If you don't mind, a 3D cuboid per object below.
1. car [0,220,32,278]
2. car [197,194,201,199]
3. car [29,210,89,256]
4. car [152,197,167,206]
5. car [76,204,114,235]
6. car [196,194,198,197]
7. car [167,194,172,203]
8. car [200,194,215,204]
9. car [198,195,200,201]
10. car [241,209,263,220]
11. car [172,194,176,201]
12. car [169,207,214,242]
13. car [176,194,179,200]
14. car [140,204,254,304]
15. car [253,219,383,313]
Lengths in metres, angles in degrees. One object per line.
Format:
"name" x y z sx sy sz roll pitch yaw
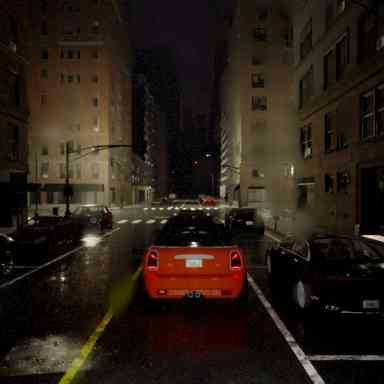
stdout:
"car" -5.678 1.565 7.463 1.947 1.339 4.313 0 0 0
"car" 2.836 1.524 77.202 1.967 1.590 4.097 0 0 0
"car" -5.685 1.582 12.964 1.802 1.307 4.206 0 0 0
"car" -5.701 1.618 55.569 1.802 1.307 4.206 0 0 0
"car" -5.691 1.441 18.466 1.967 1.590 4.097 0 0 0
"car" 2.843 1.560 88.019 1.967 1.590 4.097 0 0 0
"car" -5.694 1.606 66.385 2.008 1.369 4.403 0 0 0
"car" 2.823 1.476 55.566 1.967 1.590 4.097 0 0 0
"car" 2.831 1.607 66.383 2.008 1.369 4.403 0 0 0
"car" 2.834 1.566 18.475 1.947 1.339 4.313 0 0 0
"car" -5.685 1.626 82.441 1.752 1.417 4.829 0 0 0
"car" -0.016 1.564 16.988 1.994 1.385 4.181 0 0 0
"car" -5.679 1.456 93.429 2.192 1.841 5.009 0 0 0
"car" 0.053 1.352 8.334 2.097 1.767 4.553 0 0 0
"car" 2.847 1.551 7.473 2.008 1.369 4.403 0 0 0
